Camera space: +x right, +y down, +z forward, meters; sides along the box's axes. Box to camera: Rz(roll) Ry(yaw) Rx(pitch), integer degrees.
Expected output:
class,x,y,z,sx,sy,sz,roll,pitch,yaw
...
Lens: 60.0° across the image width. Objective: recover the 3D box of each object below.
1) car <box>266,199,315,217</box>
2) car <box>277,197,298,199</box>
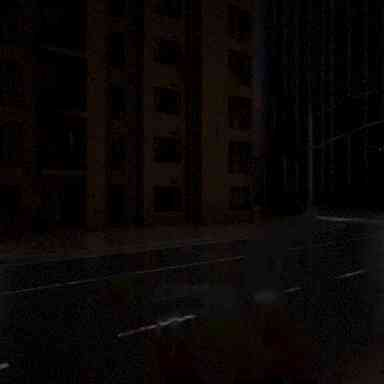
class,x,y,z,sx,sy,sz,roll,pitch,yaw
car,9.256,1.600,31.710,1.895,1.301,4.718,0,0,-35
car,11.384,1.351,41.207,2.097,1.767,4.553,0,0,-34
